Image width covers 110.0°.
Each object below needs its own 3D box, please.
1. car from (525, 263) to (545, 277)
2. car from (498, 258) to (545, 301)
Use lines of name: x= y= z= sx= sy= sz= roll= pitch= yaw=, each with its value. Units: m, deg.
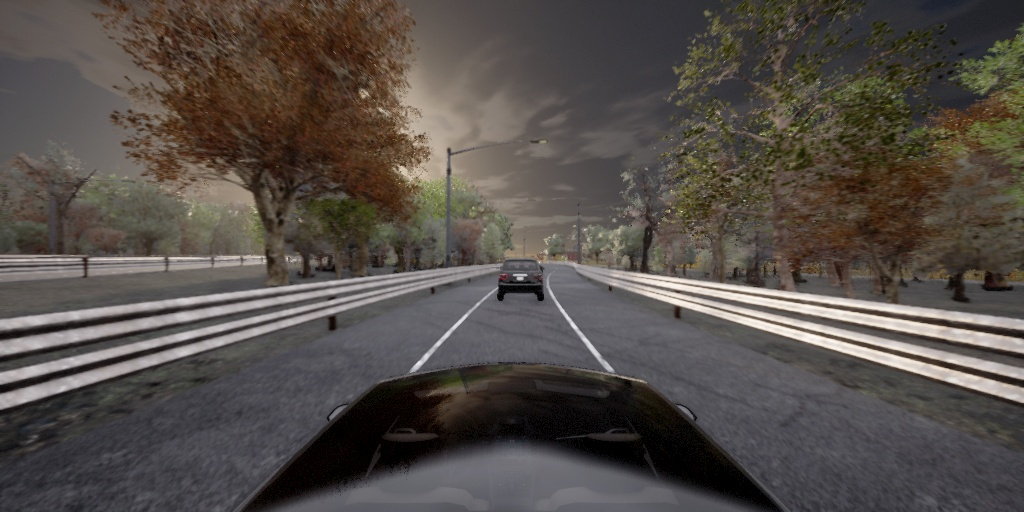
car: x=2.903 y=1.661 z=44.233 sx=2.128 sy=1.511 sz=4.902 roll=0 pitch=-1 yaw=8
car: x=0.517 y=1.128 z=18.856 sx=2.150 sy=2.045 sz=5.566 roll=0 pitch=0 yaw=3
